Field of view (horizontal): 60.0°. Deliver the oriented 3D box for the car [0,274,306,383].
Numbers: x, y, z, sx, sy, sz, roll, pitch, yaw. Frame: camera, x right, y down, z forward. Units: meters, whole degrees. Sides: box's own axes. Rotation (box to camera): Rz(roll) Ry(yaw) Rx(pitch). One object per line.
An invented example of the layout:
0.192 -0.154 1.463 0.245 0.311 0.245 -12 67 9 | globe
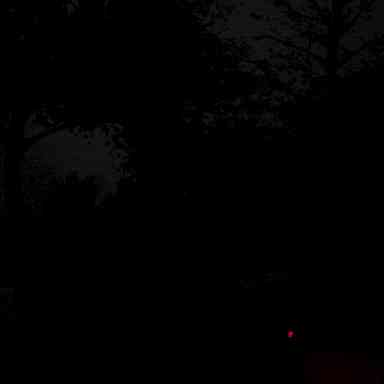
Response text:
-1.343 1.544 2.726 5.357 1.411 2.033 -1 0 -35 | car
